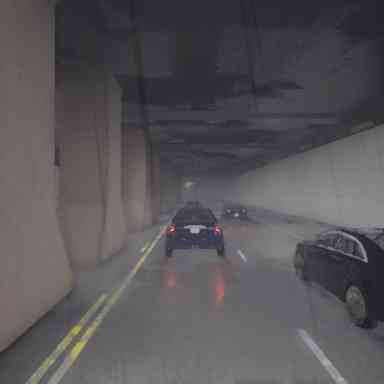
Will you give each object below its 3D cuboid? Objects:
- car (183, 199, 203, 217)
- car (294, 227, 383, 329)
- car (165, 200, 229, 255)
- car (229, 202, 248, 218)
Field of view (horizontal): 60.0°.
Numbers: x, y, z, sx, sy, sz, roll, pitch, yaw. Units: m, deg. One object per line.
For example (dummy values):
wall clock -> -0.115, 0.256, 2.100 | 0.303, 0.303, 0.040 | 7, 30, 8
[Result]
car -> 0.093, 1.472, 31.745 | 1.812, 1.442, 4.674 | 0, 0, 0
car -> 3.602, 1.479, 6.890 | 2.128, 1.511, 4.902 | 0, 0, 0
car -> 0.103, 1.329, 13.388 | 2.097, 1.767, 4.553 | 0, 0, 0
car -> 3.606, 1.551, 29.145 | 1.895, 1.301, 4.718 | 0, 0, 0
